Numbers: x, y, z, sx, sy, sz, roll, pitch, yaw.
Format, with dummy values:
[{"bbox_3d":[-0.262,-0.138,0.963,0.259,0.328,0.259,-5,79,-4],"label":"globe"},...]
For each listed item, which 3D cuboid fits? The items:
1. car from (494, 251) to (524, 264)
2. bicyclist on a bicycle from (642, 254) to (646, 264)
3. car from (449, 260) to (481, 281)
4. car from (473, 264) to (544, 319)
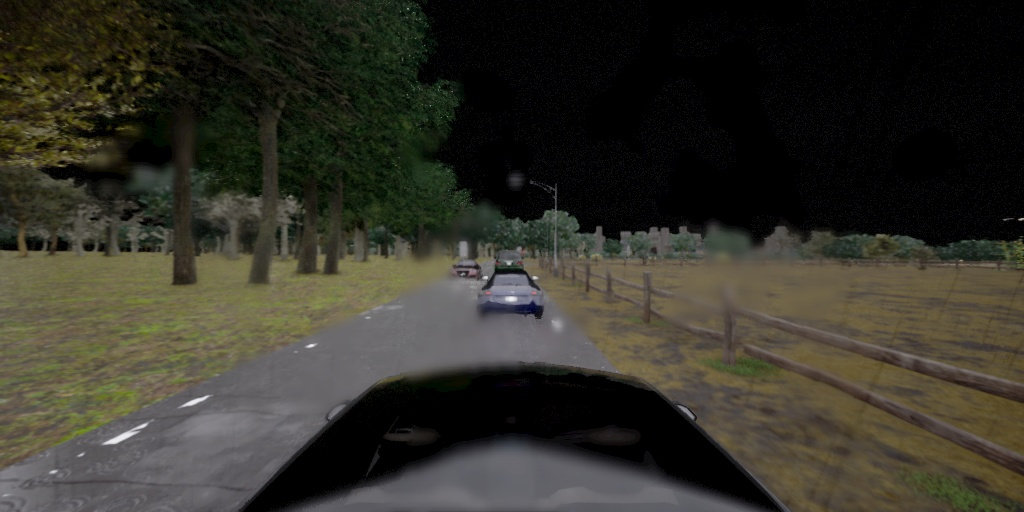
[{"bbox_3d":[-0.249,0.597,27.915,2.150,2.045,5.566,0,1,-1],"label":"car"},{"bbox_3d":[19.260,0.575,52.438,0.582,1.620,1.656,0,1,-1],"label":"bicyclist on a bicycle"},{"bbox_3d":[-3.160,0.962,25.123,1.994,1.385,4.181,0,1,-1],"label":"car"},{"bbox_3d":[-0.054,1.156,12.102,1.994,1.385,4.181,0,1,-1],"label":"car"}]
